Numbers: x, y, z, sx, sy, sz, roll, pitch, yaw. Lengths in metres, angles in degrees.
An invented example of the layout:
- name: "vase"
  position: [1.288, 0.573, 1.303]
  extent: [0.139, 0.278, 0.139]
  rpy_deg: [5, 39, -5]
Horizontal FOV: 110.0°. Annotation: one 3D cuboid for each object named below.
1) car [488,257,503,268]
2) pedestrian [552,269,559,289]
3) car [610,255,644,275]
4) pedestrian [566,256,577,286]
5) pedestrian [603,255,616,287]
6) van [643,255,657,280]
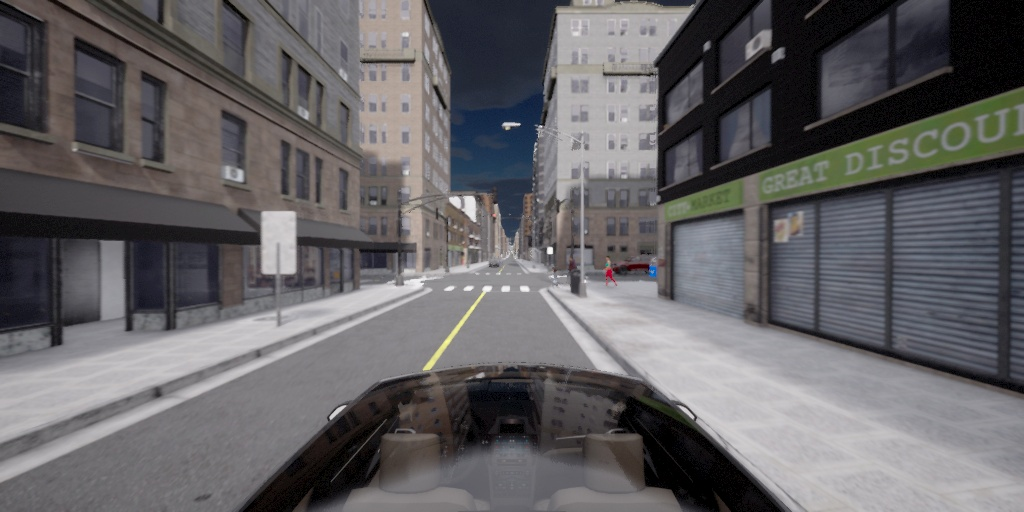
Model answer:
- name: "car"
  position: [-3.025, 1.198, 61.313]
  extent: [1.837, 1.490, 4.892]
  rpy_deg: [0, 0, 1]
- name: "pedestrian"
  position: [2.435, 0.868, 19.917]
  extent: [0.375, 1.860, 0.375]
  rpy_deg: [0, 0, 0]
- name: "car"
  position: [12.100, 0.829, 34.771]
  extent: [5.009, 1.841, 2.192]
  rpy_deg: [0, 0, 0]
- name: "pedestrian"
  position: [3.546, 0.870, 21.117]
  extent: [0.375, 1.860, 0.375]
  rpy_deg: [0, 0, 0]
- name: "pedestrian"
  position: [5.538, 0.844, 20.516]
  extent: [0.375, 1.860, 0.375]
  rpy_deg: [0, 0, 0]
- name: "van"
  position: [12.122, 0.925, 26.246]
  extent: [3.998, 1.789, 1.690]
  rpy_deg: [0, 0, 0]
